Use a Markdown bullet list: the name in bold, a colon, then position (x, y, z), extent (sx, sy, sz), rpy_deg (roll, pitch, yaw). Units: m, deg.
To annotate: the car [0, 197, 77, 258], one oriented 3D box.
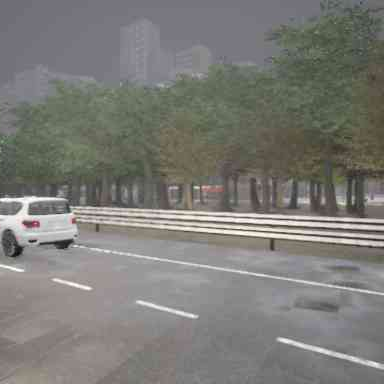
- **car**: position (-6.847, 1.222, 13.064), extent (5.566, 2.045, 2.150), rpy_deg (0, 0, 36)
